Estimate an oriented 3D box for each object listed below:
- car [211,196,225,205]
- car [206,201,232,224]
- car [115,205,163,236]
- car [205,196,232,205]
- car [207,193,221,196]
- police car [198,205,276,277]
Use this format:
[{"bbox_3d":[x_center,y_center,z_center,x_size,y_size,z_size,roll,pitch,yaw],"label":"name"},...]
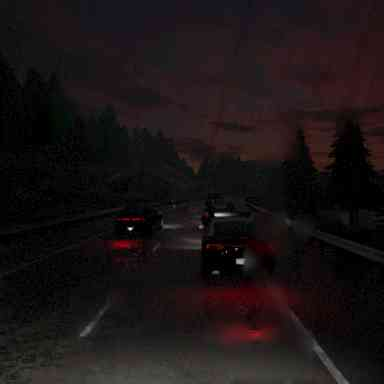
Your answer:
[{"bbox_3d":[4.558,1.505,58.234,2.033,1.411,5.357,0,0,8],"label":"car"},{"bbox_3d":[2.117,1.507,25.922,1.812,1.442,4.674,0,0,5],"label":"car"},{"bbox_3d":[-2.811,1.491,18.323,1.837,1.490,4.892,0,0,3],"label":"car"},{"bbox_3d":[1.696,1.337,20.017,2.097,1.767,4.553,0,0,4],"label":"car"},{"bbox_3d":[3.033,1.189,45.231,2.150,2.045,5.566,0,0,7],"label":"car"},{"bbox_3d":[1.232,1.418,10.353,1.930,1.638,5.238,0,0,2],"label":"police car"}]
